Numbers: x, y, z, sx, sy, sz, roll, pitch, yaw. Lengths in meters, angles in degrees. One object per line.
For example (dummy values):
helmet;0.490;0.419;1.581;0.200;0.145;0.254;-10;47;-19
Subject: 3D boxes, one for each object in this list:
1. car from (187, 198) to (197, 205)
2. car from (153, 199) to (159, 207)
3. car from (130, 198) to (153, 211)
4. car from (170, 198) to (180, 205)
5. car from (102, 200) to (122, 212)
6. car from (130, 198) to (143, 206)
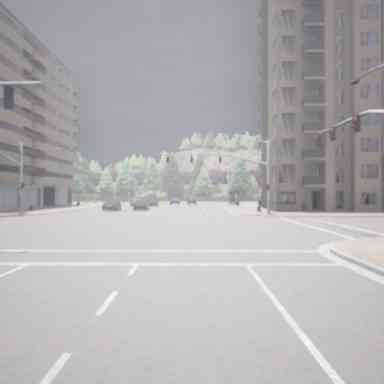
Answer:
car;0.009;1.915;67.944;2.128;1.511;4.902;0;0;0
car;-7.037;1.938;58.852;1.994;1.385;4.181;0;0;0
car;-7.066;1.800;46.577;1.837;1.490;4.892;0;0;0
car;-3.491;1.955;67.944;1.812;1.442;4.674;0;0;0
car;-10.573;1.787;44.125;1.837;1.490;4.892;0;-1;0
car;-10.494;1.927;63.145;1.812;1.442;4.674;0;-1;0
